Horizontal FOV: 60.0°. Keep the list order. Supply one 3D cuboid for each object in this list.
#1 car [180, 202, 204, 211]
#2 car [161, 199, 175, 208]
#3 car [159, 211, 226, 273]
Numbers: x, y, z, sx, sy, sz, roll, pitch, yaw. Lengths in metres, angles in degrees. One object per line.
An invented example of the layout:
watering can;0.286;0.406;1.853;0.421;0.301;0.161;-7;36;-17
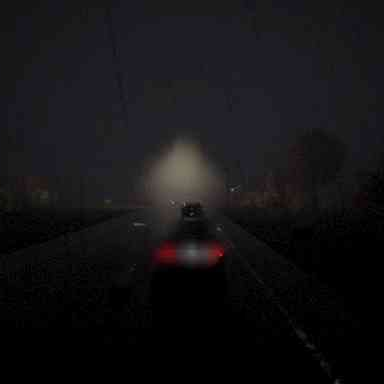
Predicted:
car;0.014;1.588;29.456;2.128;1.511;4.902;0;0;0
car;-3.676;1.778;51.318;1.895;1.301;4.718;0;0;0
car;0.023;1.582;10.728;2.033;1.411;5.357;0;0;0
